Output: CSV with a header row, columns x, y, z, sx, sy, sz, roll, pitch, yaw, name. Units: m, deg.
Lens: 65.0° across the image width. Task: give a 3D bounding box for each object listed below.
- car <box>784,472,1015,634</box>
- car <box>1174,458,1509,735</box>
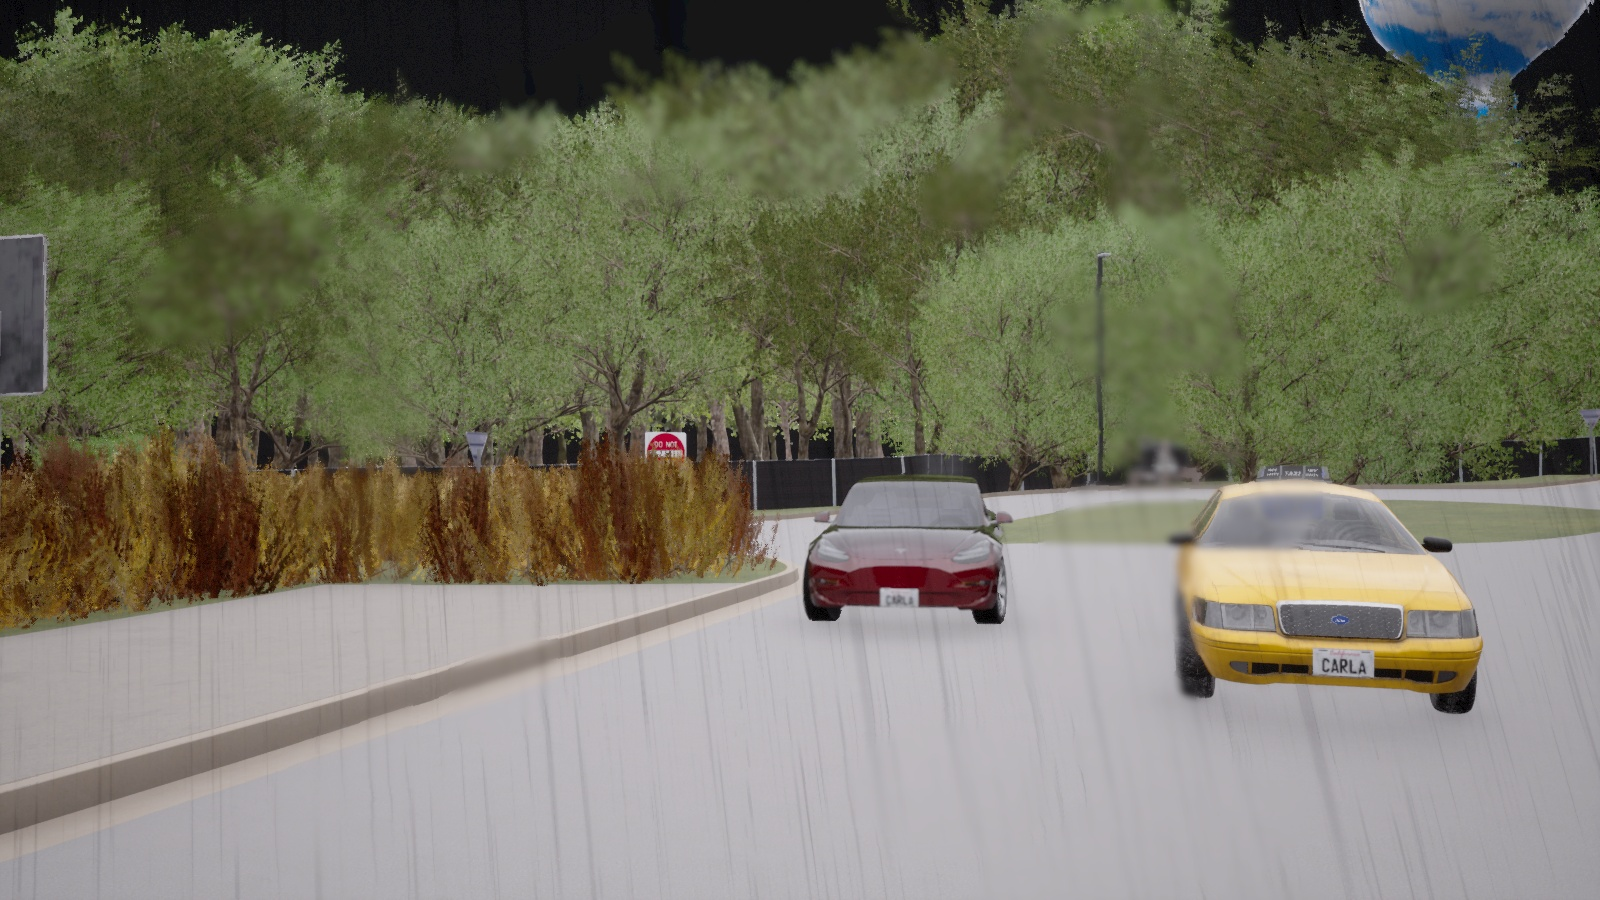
x,y,z,sx,sy,sz,roll,pitch,yaw,name
1.319,1.008,14.190,2.163,1.488,4.792,-1,-1,10,car
3.950,0.863,10.039,1.801,1.575,5.366,0,0,16,car
